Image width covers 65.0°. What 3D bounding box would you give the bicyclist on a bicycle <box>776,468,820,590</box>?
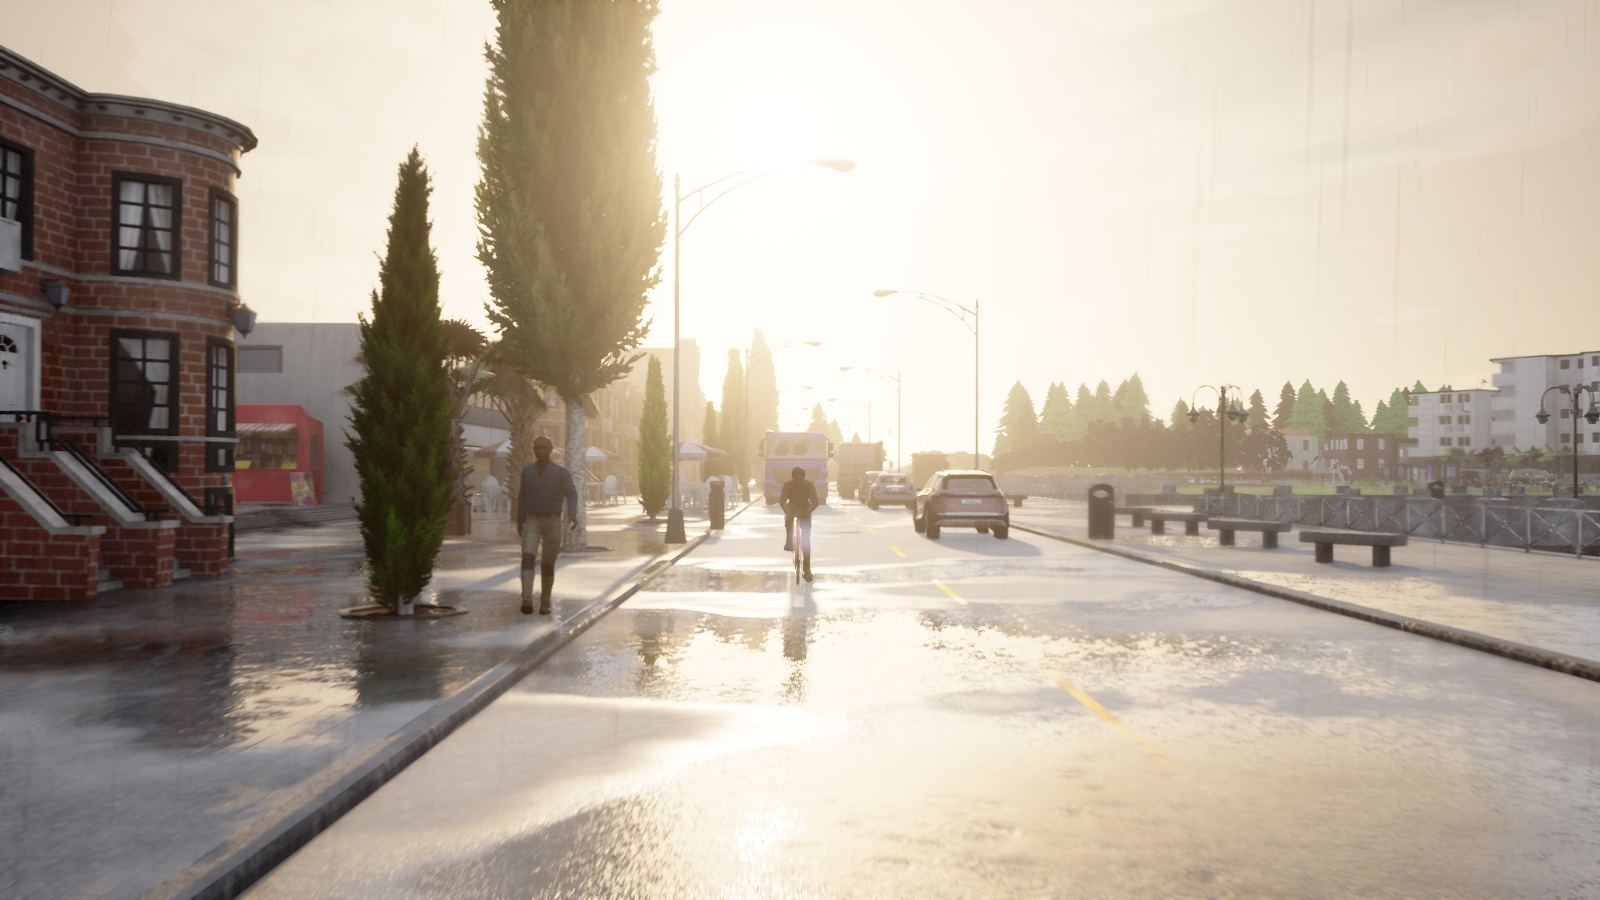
[{"bbox_3d":[-0.015,1.063,17.620,0.582,1.620,1.656,0,-1,1],"label":"bicyclist on a bicycle"}]

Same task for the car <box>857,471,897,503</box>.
[{"bbox_3d":[3.829,1.831,62.897,1.789,1.549,3.705,0,-1,0],"label":"car"}]

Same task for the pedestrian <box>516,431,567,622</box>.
[{"bbox_3d":[-2.564,0.744,12.470,0.370,1.835,0.726,0,-1,-1],"label":"pedestrian"}]

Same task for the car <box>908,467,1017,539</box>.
[{"bbox_3d":[3.916,1.249,31.045,2.033,1.649,4.856,0,-1,0],"label":"car"}]

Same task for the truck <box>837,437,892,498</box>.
[{"bbox_3d":[3.788,1.085,75.721,2.891,3.462,7.936,0,-1,0],"label":"truck"}]

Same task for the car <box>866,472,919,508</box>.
[{"bbox_3d":[3.856,1.651,52.933,1.970,1.475,3.806,0,-1,0],"label":"car"}]

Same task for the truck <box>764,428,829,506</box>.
[{"bbox_3d":[-0.169,0.833,59.739,2.891,3.462,7.936,0,-1,0],"label":"truck"}]

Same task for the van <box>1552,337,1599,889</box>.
[{"bbox_3d":[3.989,0.567,2.663,2.069,2.038,4.480,0,-1,0],"label":"van"}]
